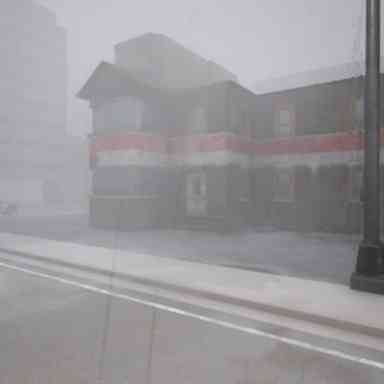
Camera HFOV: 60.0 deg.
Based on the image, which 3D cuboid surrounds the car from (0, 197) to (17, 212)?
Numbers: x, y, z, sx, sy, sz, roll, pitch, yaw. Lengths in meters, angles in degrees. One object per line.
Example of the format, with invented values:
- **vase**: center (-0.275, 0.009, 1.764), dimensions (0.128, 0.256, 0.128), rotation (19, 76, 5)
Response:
- **car**: center (-17.298, 1.106, 28.112), dimensions (1.853, 1.218, 4.536), rotation (0, 0, 15)

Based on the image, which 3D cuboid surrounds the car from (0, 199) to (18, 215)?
- **car**: center (-17.313, 1.264, 28.062), dimensions (2.038, 1.542, 4.974), rotation (0, 0, 15)
